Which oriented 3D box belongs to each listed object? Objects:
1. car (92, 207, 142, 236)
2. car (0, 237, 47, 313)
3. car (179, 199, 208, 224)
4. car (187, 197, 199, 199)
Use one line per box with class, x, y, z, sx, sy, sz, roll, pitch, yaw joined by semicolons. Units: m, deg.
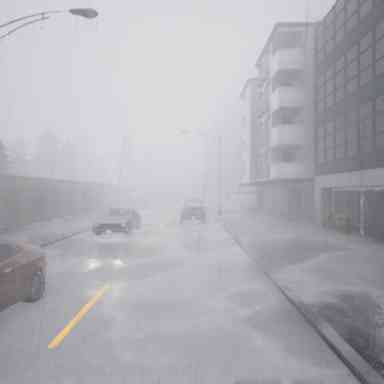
car;-4.044;1.555;18.923;2.033;1.411;5.357;0;0;1
car;-4.064;1.528;5.528;1.812;1.442;4.674;0;0;0
car;0.110;1.514;25.001;1.837;1.490;4.892;0;-1;0
car;0.116;1.367;39.042;2.097;1.767;4.553;0;0;0
